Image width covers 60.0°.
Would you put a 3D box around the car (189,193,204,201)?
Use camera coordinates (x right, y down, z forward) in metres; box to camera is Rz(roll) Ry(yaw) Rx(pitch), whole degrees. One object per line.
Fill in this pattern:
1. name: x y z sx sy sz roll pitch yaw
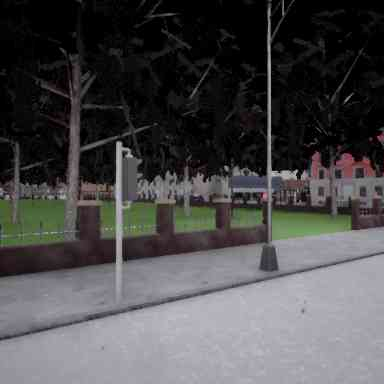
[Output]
1. car: 0.227 1.250 63.432 2.150 2.045 5.566 0 0 -36
